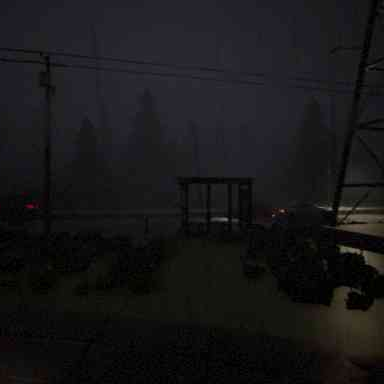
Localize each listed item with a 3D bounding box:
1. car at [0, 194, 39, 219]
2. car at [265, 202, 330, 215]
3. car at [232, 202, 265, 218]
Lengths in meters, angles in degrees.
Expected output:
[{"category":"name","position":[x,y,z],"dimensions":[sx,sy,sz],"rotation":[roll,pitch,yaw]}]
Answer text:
[{"category":"car","position":[-13.507,1.151,22.688],"dimensions":[5.566,2.045,2.150],"rotation":[0,0,-15]},{"category":"car","position":[8.102,1.484,24.478],"dimensions":[4.674,1.442,1.812],"rotation":[0,0,-14]},{"category":"car","position":[5.133,1.512,27.432],"dimensions":[4.181,1.385,1.994],"rotation":[0,0,-14]}]
